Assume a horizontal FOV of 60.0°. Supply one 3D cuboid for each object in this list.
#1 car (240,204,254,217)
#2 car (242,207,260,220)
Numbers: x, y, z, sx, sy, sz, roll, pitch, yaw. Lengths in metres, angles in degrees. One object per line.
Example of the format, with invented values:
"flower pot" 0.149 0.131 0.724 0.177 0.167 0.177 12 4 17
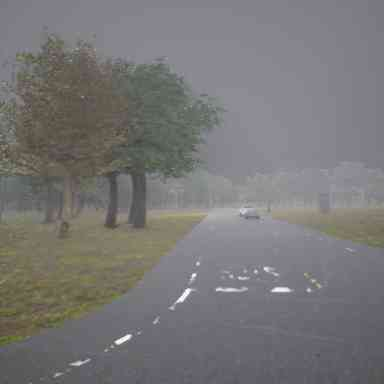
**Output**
"car" 9.170 3.070 55.088 2.150 2.045 5.566 -1 -2 5
"car" 8.544 3.180 47.355 1.994 1.385 4.181 -1 -2 6
